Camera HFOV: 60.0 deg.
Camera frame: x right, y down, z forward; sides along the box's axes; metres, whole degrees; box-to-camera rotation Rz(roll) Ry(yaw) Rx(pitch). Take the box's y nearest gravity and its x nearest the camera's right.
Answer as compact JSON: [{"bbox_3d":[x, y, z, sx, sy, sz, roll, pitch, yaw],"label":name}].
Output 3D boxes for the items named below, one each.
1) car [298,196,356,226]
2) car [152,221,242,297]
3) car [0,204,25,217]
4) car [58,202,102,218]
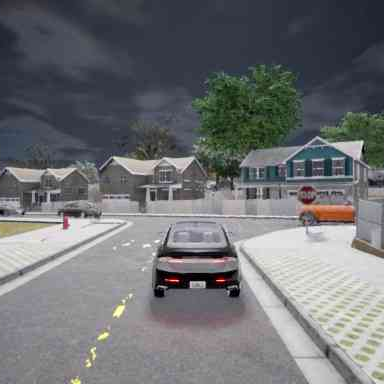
[{"bbox_3d":[8.444,1.000,18.679,4.553,1.767,2.097,-2,-2,35],"label":"car"},{"bbox_3d":[0.101,1.495,8.544,2.128,1.511,4.902,0,0,0],"label":"car"},{"bbox_3d":[-20.824,2.069,37.431,4.902,1.511,2.128,-2,-2,30],"label":"car"},{"bbox_3d":[-10.546,1.754,31.229,4.892,1.490,1.837,-2,-2,32],"label":"car"}]
